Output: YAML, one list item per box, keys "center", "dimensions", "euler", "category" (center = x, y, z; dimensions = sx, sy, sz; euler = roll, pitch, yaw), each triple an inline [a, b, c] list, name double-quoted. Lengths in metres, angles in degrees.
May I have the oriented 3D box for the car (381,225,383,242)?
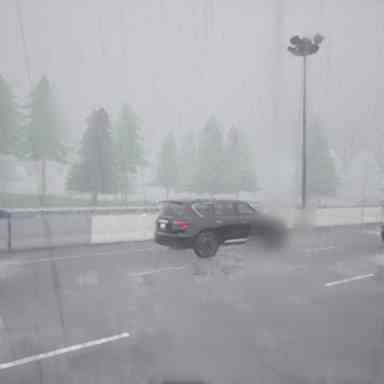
- center: [10.136, 1.617, 14.273]
  dimensions: [4.892, 1.490, 1.837]
  euler: [1, 0, -31]
  category: "car"

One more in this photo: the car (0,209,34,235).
- center: [-11.134, 1.548, 17.469]
  dimensions: [5.357, 1.411, 2.033]
  euler: [0, 0, -35]
  category: "car"

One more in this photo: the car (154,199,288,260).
- center: [1.238, 1.277, 12.925]
  dimensions: [5.566, 2.045, 2.150]
  euler: [0, 0, -33]
  category: "car"
